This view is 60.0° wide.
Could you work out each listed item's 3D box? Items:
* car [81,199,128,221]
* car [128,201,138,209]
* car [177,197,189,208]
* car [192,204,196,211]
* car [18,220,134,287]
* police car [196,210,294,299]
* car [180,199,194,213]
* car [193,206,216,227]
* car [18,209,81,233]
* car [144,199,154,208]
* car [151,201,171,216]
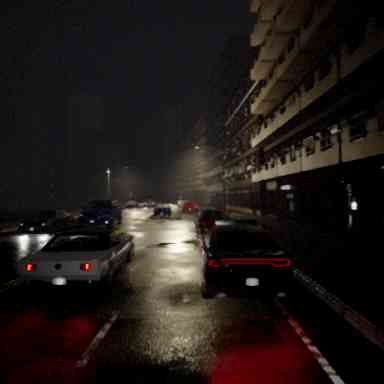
[{"bbox_3d":[-6.466,1.555,24.119,2.150,2.045,5.566,-1,-1,-1],"label":"car"},{"bbox_3d":[-11.255,2.375,62.705,2.033,1.411,5.357,-1,-1,-4],"label":"car"},{"bbox_3d":[-1.633,2.004,65.491,2.150,2.045,5.566,-1,-1,-4],"label":"car"},{"bbox_3d":[1.120,1.793,24.874,1.812,1.442,4.674,-1,-1,-1],"label":"car"},{"bbox_3d":[-2.959,1.739,9.702,1.895,1.301,4.718,-1,-1,0],"label":"car"},{"bbox_3d":[1.157,1.513,8.846,1.930,1.638,5.238,-1,-1,1],"label":"police car"},{"bbox_3d":[-0.375,2.027,44.054,1.812,1.442,4.674,-1,-1,-3],"label":"car"},{"bbox_3d":[1.179,1.725,18.821,1.812,1.442,4.674,-1,-1,0],"label":"car"},{"bbox_3d":[-9.694,1.898,22.729,2.033,1.411,5.357,-1,-1,-1],"label":"car"},{"bbox_3d":[-8.144,2.175,64.678,2.097,1.767,4.553,-1,-1,-4],"label":"car"},{"bbox_3d":[-3.359,2.069,38.637,1.895,1.301,4.718,-1,-1,-2],"label":"car"}]
